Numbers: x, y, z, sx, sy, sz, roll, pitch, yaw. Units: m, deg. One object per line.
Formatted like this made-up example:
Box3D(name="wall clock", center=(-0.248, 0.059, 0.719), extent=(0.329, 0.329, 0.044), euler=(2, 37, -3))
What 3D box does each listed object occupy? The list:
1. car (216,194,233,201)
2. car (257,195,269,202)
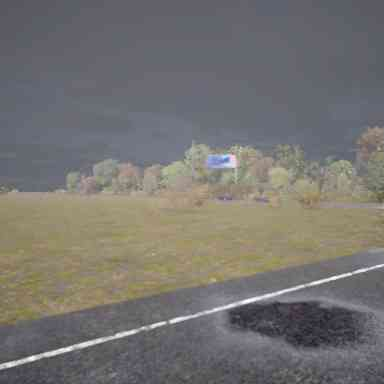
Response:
Box3D(name="car", center=(7.606, 1.263, 77.983), extent=(1.837, 1.490, 4.892), euler=(0, 0, -34))
Box3D(name="car", center=(13.870, 1.410, 68.633), extent=(1.812, 1.442, 4.674), euler=(0, 0, -34))
